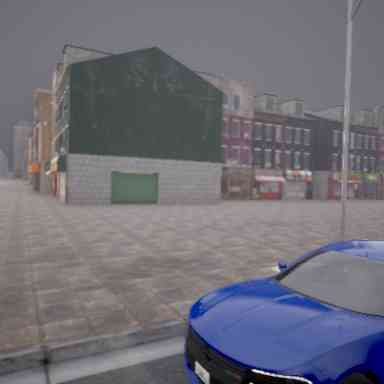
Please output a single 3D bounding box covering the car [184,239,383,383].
[{"bbox_3d":[2.317,1.405,4.212,5.008,1.535,1.882,0,2,-27],"label":"car"}]
